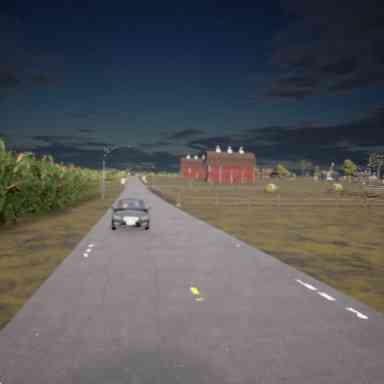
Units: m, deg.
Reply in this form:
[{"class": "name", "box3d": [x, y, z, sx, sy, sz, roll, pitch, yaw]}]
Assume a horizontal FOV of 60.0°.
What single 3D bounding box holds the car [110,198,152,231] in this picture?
[{"class": "car", "box3d": [-3.235, 1.103, 17.642, 2.128, 1.511, 4.902, 2, 1, -10]}]
